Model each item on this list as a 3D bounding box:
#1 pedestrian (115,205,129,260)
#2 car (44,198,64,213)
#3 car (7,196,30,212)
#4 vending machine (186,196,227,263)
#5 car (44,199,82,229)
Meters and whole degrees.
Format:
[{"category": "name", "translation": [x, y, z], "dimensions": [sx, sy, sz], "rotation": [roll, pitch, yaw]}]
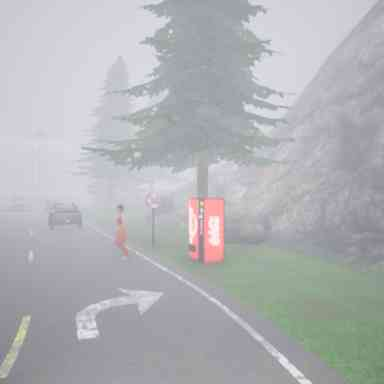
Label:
[{"category": "pedestrian", "translation": [-2.296, 1.277, 10.872], "dimensions": [0.375, 1.860, 0.375], "rotation": [0, 0, -26]}, {"category": "car", "translation": [-15.948, 1.491, 38.313], "dimensions": [2.033, 1.411, 5.357], "rotation": [0, 0, -23]}, {"category": "car", "translation": [-19.966, 1.295, 38.436], "dimensions": [2.097, 1.767, 4.553], "rotation": [0, 0, -24]}, {"category": "vending machine", "translation": [0.470, 1.178, 11.053], "dimensions": [1.100, 2.100, 0.880], "rotation": [0, 0, -26]}, {"category": "car", "translation": [-8.213, 1.460, 21.312], "dimensions": [2.128, 1.511, 4.902], "rotation": [0, 0, -25]}]
